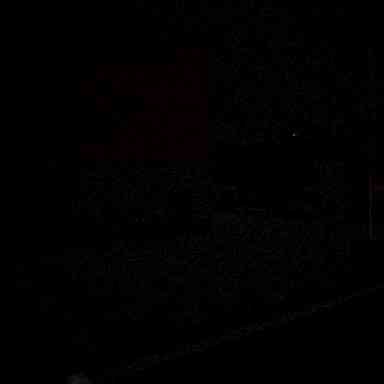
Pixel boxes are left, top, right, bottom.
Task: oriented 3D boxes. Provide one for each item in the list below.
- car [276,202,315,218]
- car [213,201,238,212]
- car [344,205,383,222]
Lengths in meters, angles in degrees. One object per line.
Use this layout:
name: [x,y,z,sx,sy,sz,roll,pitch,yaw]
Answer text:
car: [10.524,1.716,32.785,1.752,1.417,4.829,1,0,-36]
car: [3.970,1.738,41.854,1.947,1.339,4.313,1,0,-36]
car: [13.950,1.750,28.043,1.887,1.381,4.507,1,0,-36]
